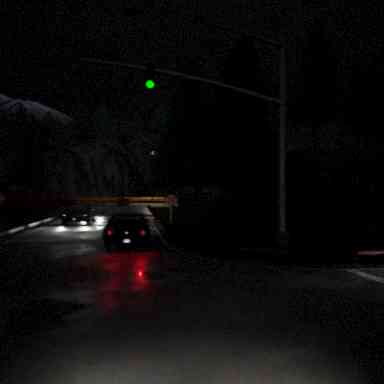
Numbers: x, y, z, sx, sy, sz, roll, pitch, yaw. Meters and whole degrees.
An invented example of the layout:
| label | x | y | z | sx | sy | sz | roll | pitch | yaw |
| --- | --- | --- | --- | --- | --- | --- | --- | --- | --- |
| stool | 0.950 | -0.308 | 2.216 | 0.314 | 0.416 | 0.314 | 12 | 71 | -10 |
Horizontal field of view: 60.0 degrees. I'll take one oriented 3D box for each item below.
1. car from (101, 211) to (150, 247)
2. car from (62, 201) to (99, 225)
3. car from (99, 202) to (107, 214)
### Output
| label | x | y | z | sx | sy | sz | roll | pitch | yaw |
| --- | --- | --- | --- | --- | --- | --- | --- | --- | --- |
| car | -2.947 | 1.644 | 15.315 | 1.895 | 1.301 | 4.718 | 1 | 0 | -10 |
| car | -8.243 | 1.551 | 24.495 | 1.812 | 1.442 | 4.674 | 1 | 0 | -9 |
| car | -9.910 | 1.656 | 34.367 | 1.895 | 1.301 | 4.718 | 1 | 0 | -9 |
